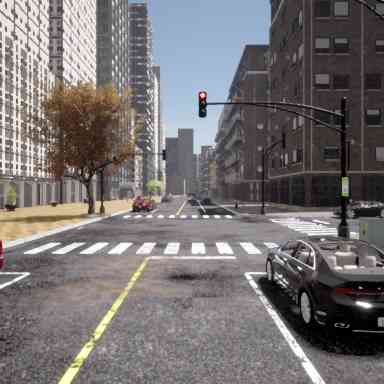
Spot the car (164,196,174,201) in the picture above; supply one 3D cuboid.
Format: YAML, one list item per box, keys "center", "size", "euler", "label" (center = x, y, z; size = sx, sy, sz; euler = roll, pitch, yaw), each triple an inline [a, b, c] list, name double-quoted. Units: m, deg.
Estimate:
- center: [-5.715, 1.631, 83.321]
  size: [2.008, 1.369, 4.403]
  euler: [0, 0, 0]
  label: "car"

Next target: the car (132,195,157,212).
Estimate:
- center: [-5.702, 1.336, 39.138]
  size: [2.192, 1.841, 5.009]
  euler: [0, 0, 0]
  label: "car"

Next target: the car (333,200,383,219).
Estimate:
- center: [13.419, 1.350, 26.161]
  size: [4.403, 1.369, 2.008]
  euler: [-1, 1, -1]
  label: "car"

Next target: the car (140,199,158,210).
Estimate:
- center: [-5.704, 1.592, 44.661]
  size: [1.947, 1.339, 4.313]
  euler: [0, 0, 0]
  label: "car"

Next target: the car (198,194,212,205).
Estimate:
- center: [2.673, 1.610, 61.231]
  size: [1.947, 1.339, 4.313]
  euler: [0, 0, 0]
  label: "car"

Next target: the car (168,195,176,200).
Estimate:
- center: [-5.718, 1.653, 94.367]
  size: [2.008, 1.369, 4.403]
  euler: [0, 0, 0]
  label: "car"

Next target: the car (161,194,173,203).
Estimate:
- center: [-5.712, 1.626, 72.276]
  size: [1.947, 1.339, 4.313]
  euler: [0, 0, 0]
  label: "car"

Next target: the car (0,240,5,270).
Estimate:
- center: [-5.692, 1.545, 6.750]
  size: [1.887, 1.381, 4.507]
  euler: [0, 0, 0]
  label: "car"

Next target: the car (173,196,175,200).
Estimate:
- center: [-5.713, 1.385, 77.798]
  size: [2.192, 1.841, 5.009]
  euler: [0, 0, 0]
  label: "car"

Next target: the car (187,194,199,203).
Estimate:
- center: [-0.020, 1.656, 68.907]
  size: [1.895, 1.301, 4.718]
  euler: [0, 0, 0]
  label: "car"

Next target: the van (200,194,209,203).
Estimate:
- center: [2.669, 1.401, 72.278]
  size: [1.690, 1.788, 3.998]
  euler: [0, 0, 0]
  label: "van"

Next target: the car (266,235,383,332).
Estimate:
- center: [2.688, 1.551, 6.752]
  size: [2.008, 1.369, 4.403]
  euler: [0, 0, 0]
  label: "car"
